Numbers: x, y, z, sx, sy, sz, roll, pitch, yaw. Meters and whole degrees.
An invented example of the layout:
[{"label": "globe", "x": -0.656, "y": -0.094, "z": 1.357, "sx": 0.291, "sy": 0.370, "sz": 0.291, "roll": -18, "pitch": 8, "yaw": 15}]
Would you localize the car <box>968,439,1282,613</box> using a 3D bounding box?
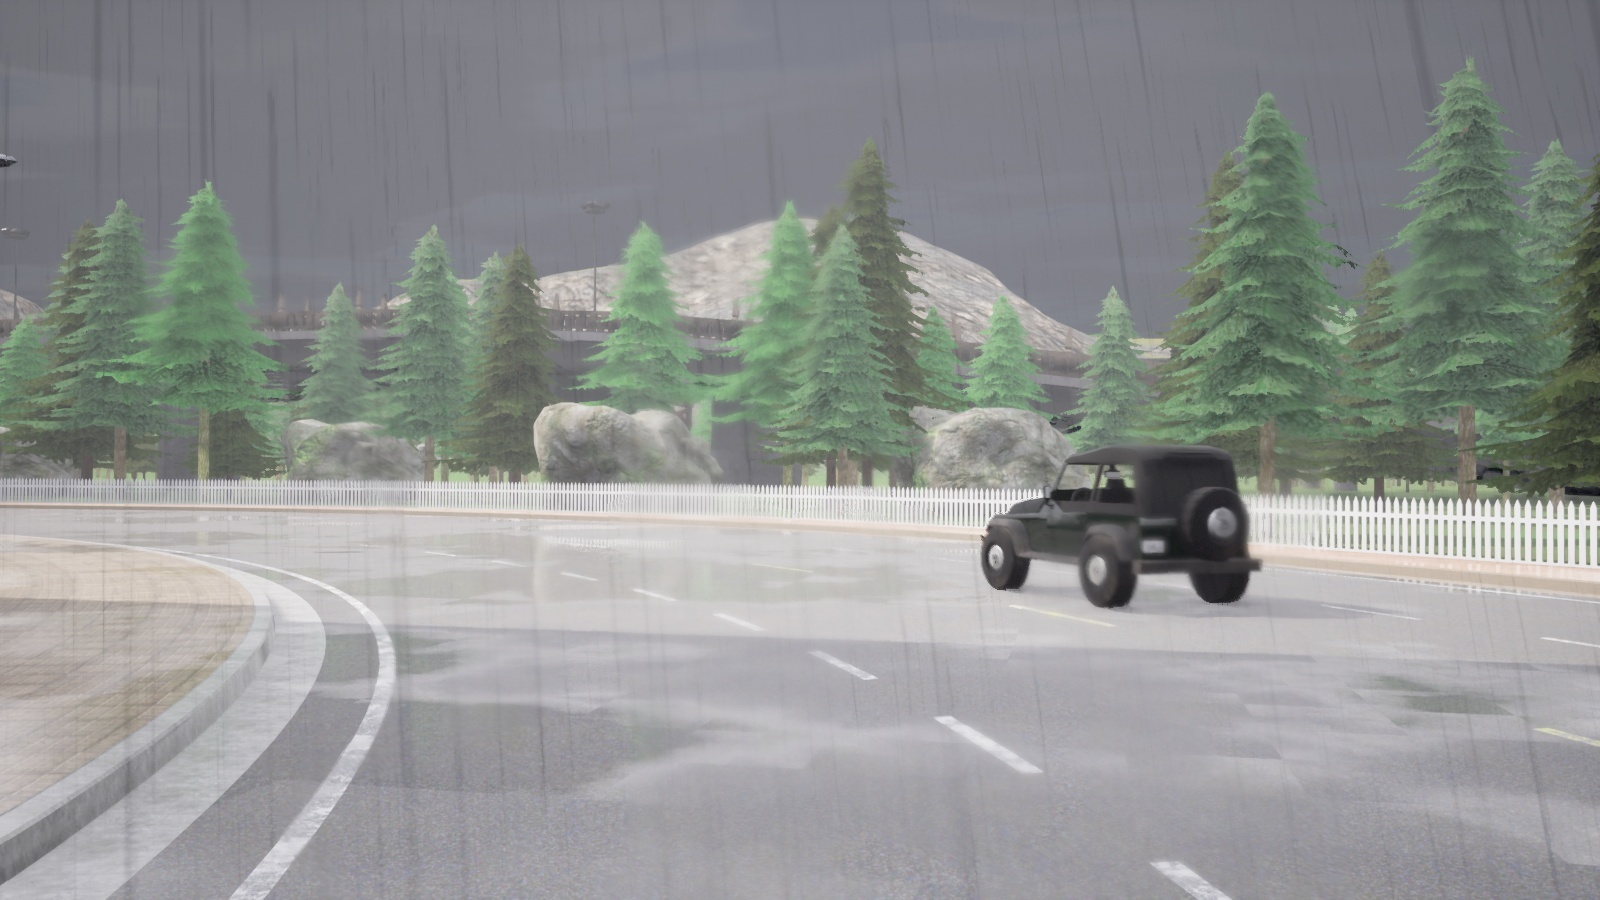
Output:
[{"label": "car", "x": 3.882, "y": 0.859, "z": 15.713, "sx": 1.905, "sy": 1.878, "sz": 3.866, "roll": 0, "pitch": -1, "yaw": -21}]
